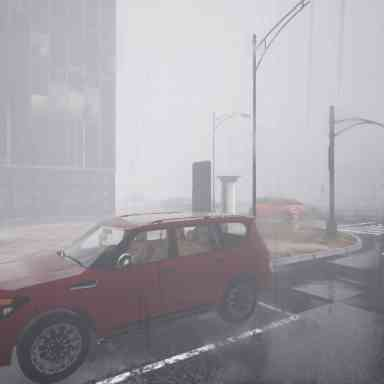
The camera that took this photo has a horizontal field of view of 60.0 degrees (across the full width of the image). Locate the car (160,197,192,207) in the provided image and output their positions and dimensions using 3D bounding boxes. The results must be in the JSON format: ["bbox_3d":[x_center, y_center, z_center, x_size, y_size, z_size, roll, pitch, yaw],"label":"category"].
[{"bbox_3d":[-1.227,1.201,33.791,2.033,1.411,5.357,0,1,-37],"label":"car"}]

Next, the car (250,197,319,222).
[{"bbox_3d":[6.207,1.160,23.683,2.097,1.767,4.553,0,1,-35],"label":"car"}]

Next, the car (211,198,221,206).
[{"bbox_3d":[1.265,1.205,35.897,2.033,1.411,5.357,0,1,-36],"label":"car"}]

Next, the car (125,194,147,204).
[{"bbox_3d":[-8.349,0.982,48.960,1.812,1.442,4.674,0,0,-36],"label":"car"}]

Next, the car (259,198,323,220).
[{"bbox_3d":[7.879,1.300,26.940,1.837,1.490,4.892,0,1,-36],"label":"car"}]

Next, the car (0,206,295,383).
[{"bbox_3d":[-0.818,1.315,5.592,5.009,1.841,2.192,0,0,-35],"label":"car"}]
